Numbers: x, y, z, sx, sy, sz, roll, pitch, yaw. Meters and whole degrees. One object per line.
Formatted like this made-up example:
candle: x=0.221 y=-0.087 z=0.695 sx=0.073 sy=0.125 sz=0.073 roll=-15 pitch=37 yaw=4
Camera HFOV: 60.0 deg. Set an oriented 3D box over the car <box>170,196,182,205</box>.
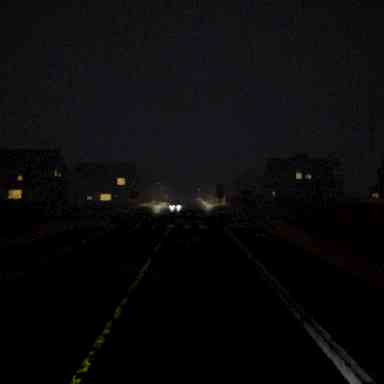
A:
car: x=-2.750 y=1.489 z=56.368 sx=2.128 sy=1.511 sz=4.902 roll=0 pitch=0 yaw=0
